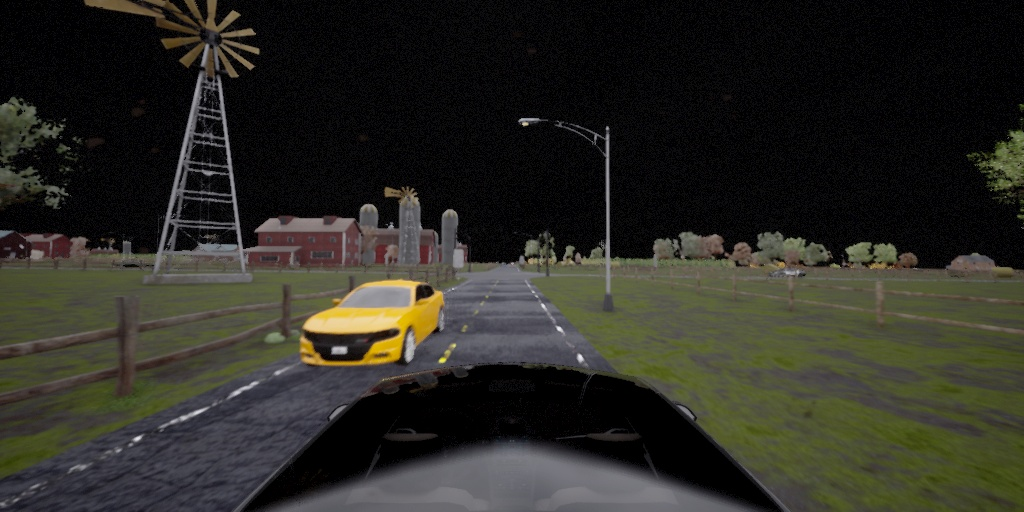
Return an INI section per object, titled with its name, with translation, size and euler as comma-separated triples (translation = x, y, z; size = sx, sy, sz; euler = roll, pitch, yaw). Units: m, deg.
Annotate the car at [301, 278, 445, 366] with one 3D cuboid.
[car]
translation = -2.851, 1.319, 8.423
size = 1.882, 1.535, 5.008
euler = 0, -1, 0
